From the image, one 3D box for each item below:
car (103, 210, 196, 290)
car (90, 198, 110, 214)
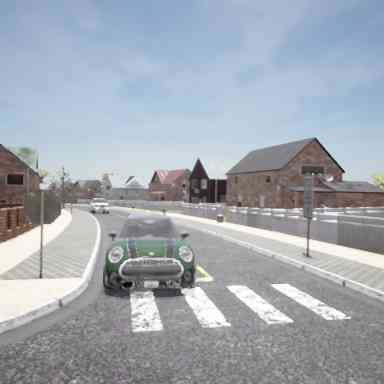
[{"bbox_3d":[-1.222,1.453,9.438,2.097,1.767,4.553,1,-1,-9],"label":"car"},{"bbox_3d":[-12.878,1.906,46.321,2.150,2.045,5.566,1,-2,-23],"label":"car"}]
